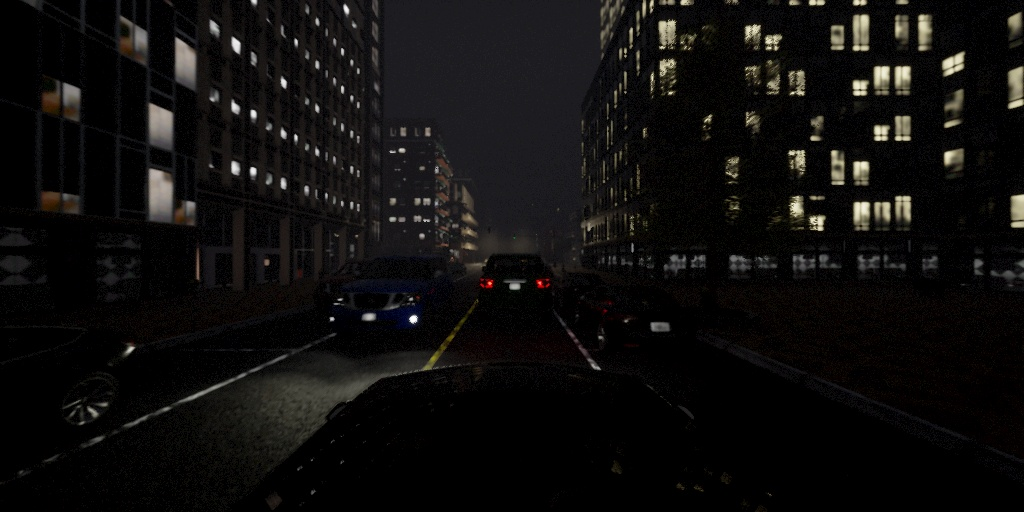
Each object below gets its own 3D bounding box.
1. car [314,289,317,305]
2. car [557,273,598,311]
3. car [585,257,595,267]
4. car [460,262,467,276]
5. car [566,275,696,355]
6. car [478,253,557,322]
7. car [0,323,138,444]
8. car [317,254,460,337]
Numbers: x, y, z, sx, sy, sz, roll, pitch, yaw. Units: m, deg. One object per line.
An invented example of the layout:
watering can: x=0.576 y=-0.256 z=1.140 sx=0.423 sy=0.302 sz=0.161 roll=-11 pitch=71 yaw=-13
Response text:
car: x=-5.687 y=1.046 z=14.230 sx=2.192 sy=1.841 sz=5.009 roll=0 pitch=0 yaw=0
car: x=2.661 y=1.297 z=14.202 sx=1.948 sy=1.339 sz=4.313 roll=0 pitch=0 yaw=0
car: x=14.932 y=1.038 z=57.840 sx=5.009 sy=1.841 sz=2.192 roll=0 pitch=0 yaw=0
car: x=-5.682 y=1.272 z=36.986 sx=1.948 sy=1.339 sz=4.313 roll=0 pitch=0 yaw=0
car: x=2.659 y=1.305 z=8.513 sx=1.948 sy=1.339 sz=4.313 roll=0 pitch=0 yaw=0
car: x=0.097 y=0.950 z=12.437 sx=2.150 sy=2.045 sz=5.566 roll=0 pitch=-1 yaw=0
car: x=-5.689 y=1.314 z=2.852 sx=1.948 sy=1.339 sz=4.313 roll=0 pitch=0 yaw=0
car: x=-3.099 y=0.957 z=10.542 sx=2.150 sy=2.045 sz=5.566 roll=0 pitch=0 yaw=0
